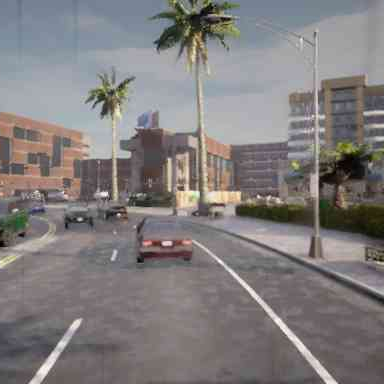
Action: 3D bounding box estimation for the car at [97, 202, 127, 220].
[{"bbox_3d":[-7.134,1.621,29.298,1.837,1.490,4.892,1,-1,-29],"label":"car"}]

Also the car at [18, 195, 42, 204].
[{"bbox_3d":[-34.725,1.591,71.394,4.553,1.767,2.185,0,0,21],"label":"car"}]

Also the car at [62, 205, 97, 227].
[{"bbox_3d":[-8.229,1.628,23.867,1.812,1.442,4.674,0,0,-23],"label":"car"}]

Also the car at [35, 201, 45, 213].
[{"bbox_3d":[-18.491,1.743,38.014,4.181,1.385,1.994,0,0,43],"label":"car"}]

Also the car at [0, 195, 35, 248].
[{"bbox_3d":[-9.066,1.299,15.220,2.150,2.045,5.566,0,0,-14],"label":"car"}]

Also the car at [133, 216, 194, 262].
[{"bbox_3d":[-1.175,1.592,12.395,2.033,1.411,5.357,0,0,-10],"label":"car"}]
